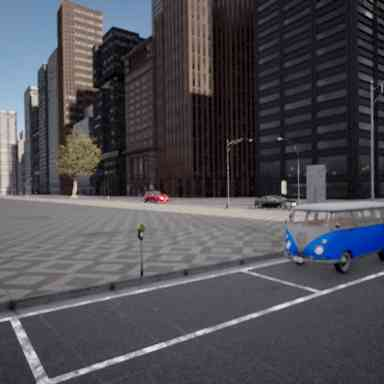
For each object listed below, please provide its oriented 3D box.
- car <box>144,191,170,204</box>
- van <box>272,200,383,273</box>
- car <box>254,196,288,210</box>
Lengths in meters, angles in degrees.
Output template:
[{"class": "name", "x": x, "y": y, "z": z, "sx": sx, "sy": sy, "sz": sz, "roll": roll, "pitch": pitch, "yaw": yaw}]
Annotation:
[{"class": "car", "x": -5.817, "y": 0.923, "z": 54.270, "sx": 2.150, "sy": 2.045, "sz": 5.566, "roll": -1, "pitch": 0, "yaw": -35}, {"class": "van", "x": 4.455, "y": 1.196, "z": 9.831, "sx": 3.998, "sy": 1.788, "sz": 1.690, "roll": -1, "pitch": 1, "yaw": -36}, {"class": "car", "x": 8.565, "y": 1.128, "z": 34.191, "sx": 2.128, "sy": 1.511, "sz": 4.902, "roll": -1, "pitch": 1, "yaw": -36}]
